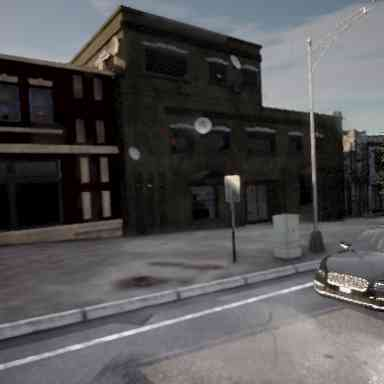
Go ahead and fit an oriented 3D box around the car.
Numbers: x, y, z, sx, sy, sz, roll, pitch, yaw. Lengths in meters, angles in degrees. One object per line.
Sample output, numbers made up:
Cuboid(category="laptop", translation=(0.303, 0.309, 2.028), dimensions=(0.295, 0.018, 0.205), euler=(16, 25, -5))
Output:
Cuboid(category="car", translation=(4.721, 1.498, 7.369), dimensions=(4.892, 1.490, 1.837), euler=(0, 0, -36))
